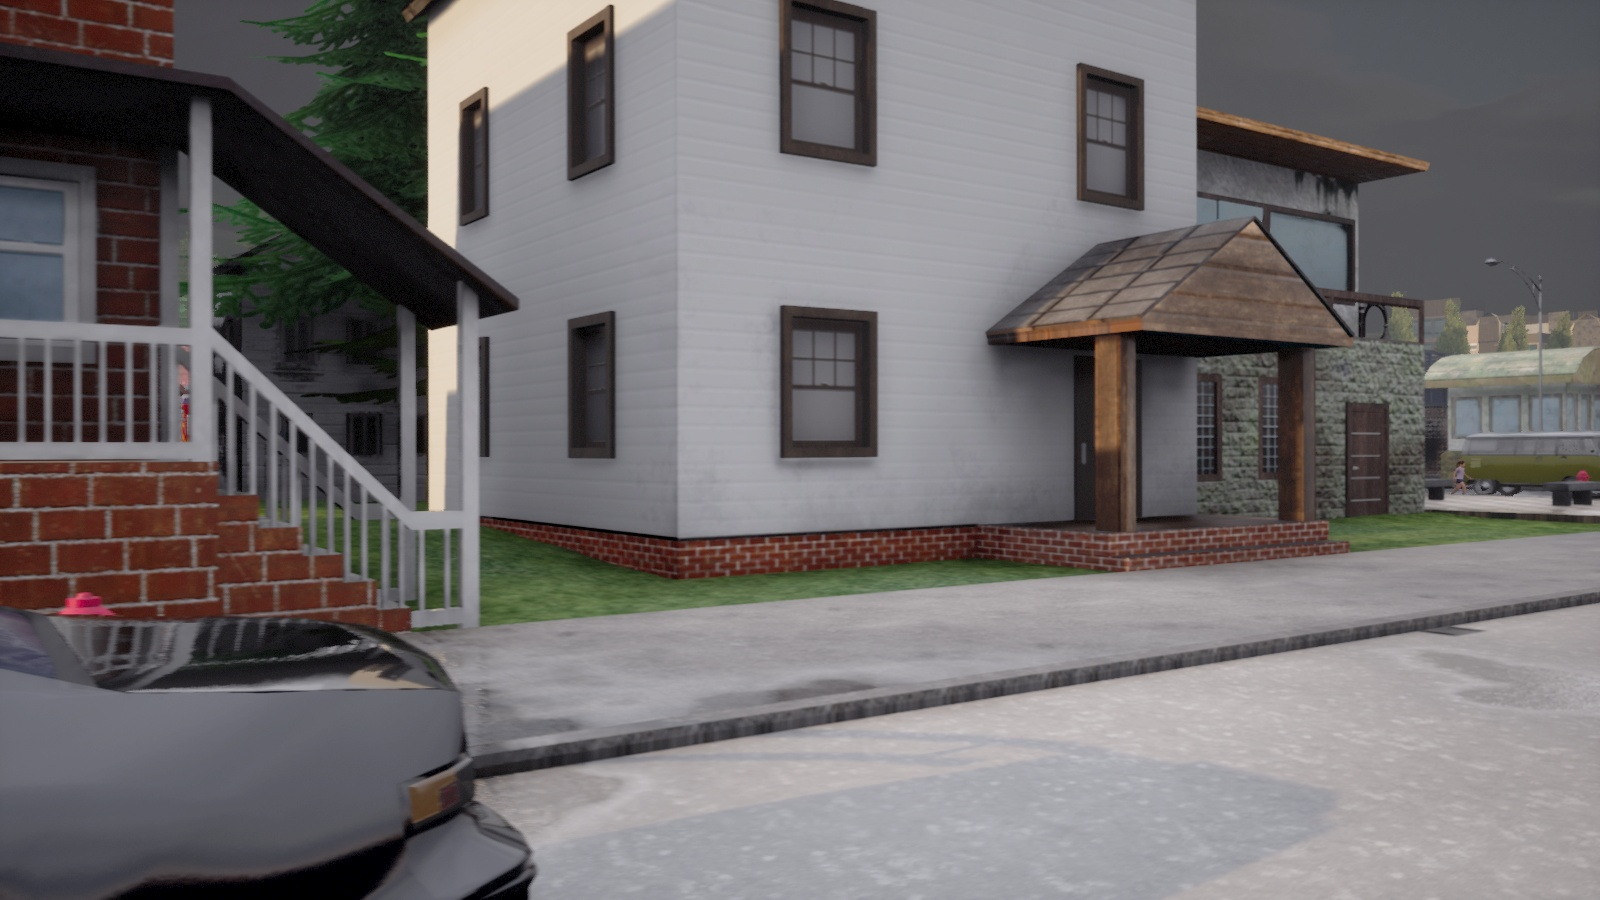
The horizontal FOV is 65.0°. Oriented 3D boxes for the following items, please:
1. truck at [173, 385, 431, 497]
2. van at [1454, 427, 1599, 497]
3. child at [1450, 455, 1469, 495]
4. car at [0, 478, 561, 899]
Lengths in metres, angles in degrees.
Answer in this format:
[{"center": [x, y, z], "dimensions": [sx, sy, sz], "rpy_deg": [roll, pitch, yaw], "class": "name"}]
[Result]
[{"center": [-18.378, -0.326, 46.685], "dimensions": [8.468, 3.827, 2.891], "rpy_deg": [0, 0, -35], "class": "truck"}, {"center": [22.281, 0.338, 37.608], "dimensions": [1.775, 1.987, 4.442], "rpy_deg": [0, 0, -35], "class": "van"}, {"center": [18.289, 0.693, 34.847], "dimensions": [0.255, 1.110, 0.394], "rpy_deg": [0, 0, -42], "class": "child"}, {"center": [-3.290, 0.813, 1.977], "dimensions": [5.357, 1.411, 2.033], "rpy_deg": [0, 0, -35], "class": "car"}]
